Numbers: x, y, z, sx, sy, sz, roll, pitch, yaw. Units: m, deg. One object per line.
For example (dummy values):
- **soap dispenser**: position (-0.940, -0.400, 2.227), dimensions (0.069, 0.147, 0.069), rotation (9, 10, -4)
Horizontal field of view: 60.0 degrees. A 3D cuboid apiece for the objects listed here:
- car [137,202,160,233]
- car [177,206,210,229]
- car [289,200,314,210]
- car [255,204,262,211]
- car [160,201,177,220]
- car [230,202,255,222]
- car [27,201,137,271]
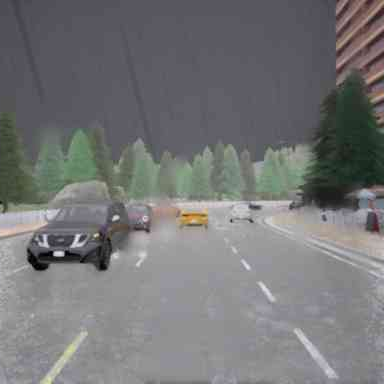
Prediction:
- **car**: position (-3.509, 1.574, 21.396), dimensions (2.097, 1.767, 4.553), rotation (0, -1, 0)
- **car**: position (0.247, 1.717, 23.539), dimensions (1.882, 1.535, 5.008), rotation (0, -1, 3)
- **car**: position (16.398, 1.989, 49.659), dimensions (4.892, 1.490, 1.837), rotation (1, -2, -41)
- **car**: position (7.932, 2.059, 45.791), dimensions (1.895, 1.301, 4.718), rotation (-1, -1, 37)
- **car**: position (-2.632, 1.675, 31.344), dimensions (2.097, 1.767, 4.553), rotation (0, -1, 12)
- **car**: position (4.312, 1.815, 28.911), dimensions (1.812, 1.442, 4.674), rotation (0, -1, 9)
- **car**: position (-3.589, 1.345, 11.758), dimensions (2.150, 2.045, 5.566), rotation (0, -1, 0)
